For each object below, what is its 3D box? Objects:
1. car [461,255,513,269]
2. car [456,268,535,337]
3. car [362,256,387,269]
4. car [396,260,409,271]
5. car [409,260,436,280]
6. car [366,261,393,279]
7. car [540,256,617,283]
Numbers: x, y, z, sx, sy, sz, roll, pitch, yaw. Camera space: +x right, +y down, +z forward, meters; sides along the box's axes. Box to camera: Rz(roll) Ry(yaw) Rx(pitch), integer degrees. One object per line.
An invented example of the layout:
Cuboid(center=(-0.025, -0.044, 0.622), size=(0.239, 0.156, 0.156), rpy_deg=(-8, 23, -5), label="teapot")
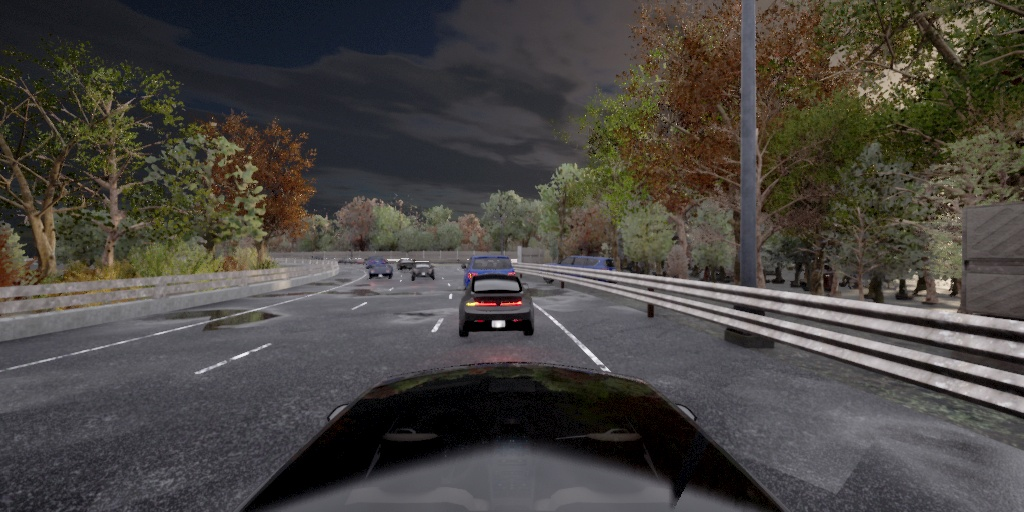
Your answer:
Cuboid(center=(-1.170, 0.969, 17.008), size=(2.150, 2.045, 5.566), rpy_deg=(0, 0, -9), label="car")
Cuboid(center=(-0.522, 1.253, 10.334), size=(1.837, 1.490, 4.892), rpy_deg=(0, 0, -5), label="car")
Cuboid(center=(-19.342, 0.963, 50.588), size=(2.150, 2.045, 5.566), rpy_deg=(0, 0, -27), label="car")
Cuboid(center=(-14.524, 1.220, 48.720), size=(1.882, 1.535, 5.008), rpy_deg=(0, 0, -25), label="car")
Cuboid(center=(-7.805, 1.271, 31.227), size=(1.812, 1.442, 4.674), rpy_deg=(0, 0, -16), label="car")
Cuboid(center=(-11.794, 1.346, 32.432), size=(1.895, 1.301, 4.718), rpy_deg=(0, 0, -17), label="car")
Cuboid(center=(4.615, 1.004, 25.186), size=(5.566, 2.045, 2.150), rpy_deg=(5, 1, 39), label="car")
